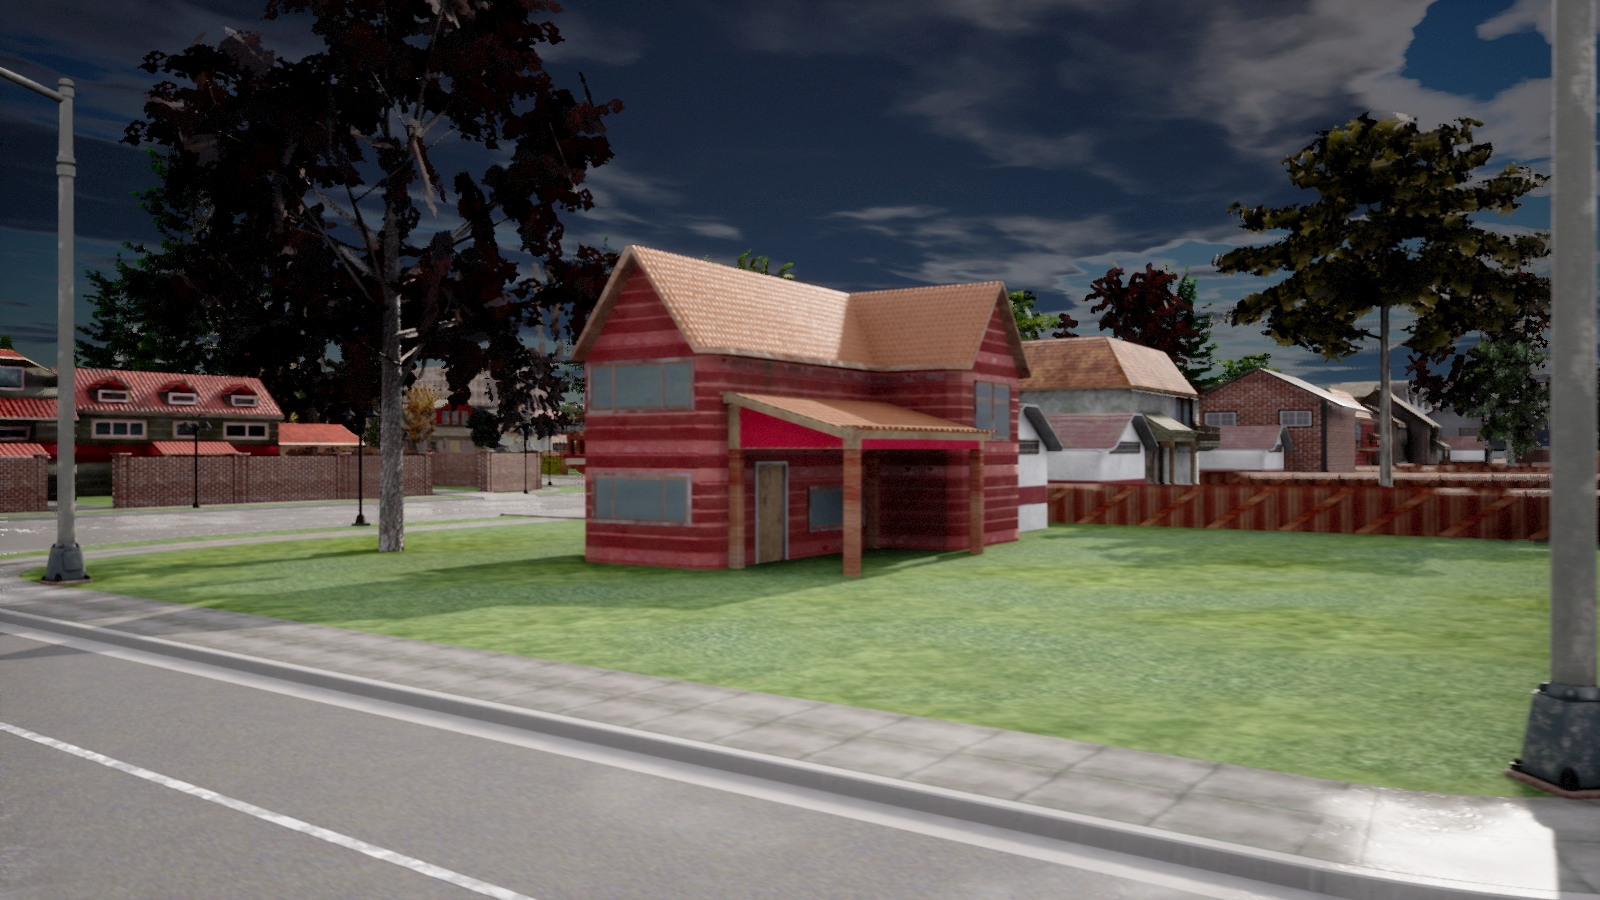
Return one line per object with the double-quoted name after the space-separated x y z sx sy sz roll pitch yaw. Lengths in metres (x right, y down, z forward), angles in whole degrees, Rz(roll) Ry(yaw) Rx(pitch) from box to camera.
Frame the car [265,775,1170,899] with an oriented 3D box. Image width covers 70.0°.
0.886 2.106 2.469 5.357 1.411 2.033 0 0 38 "car"
